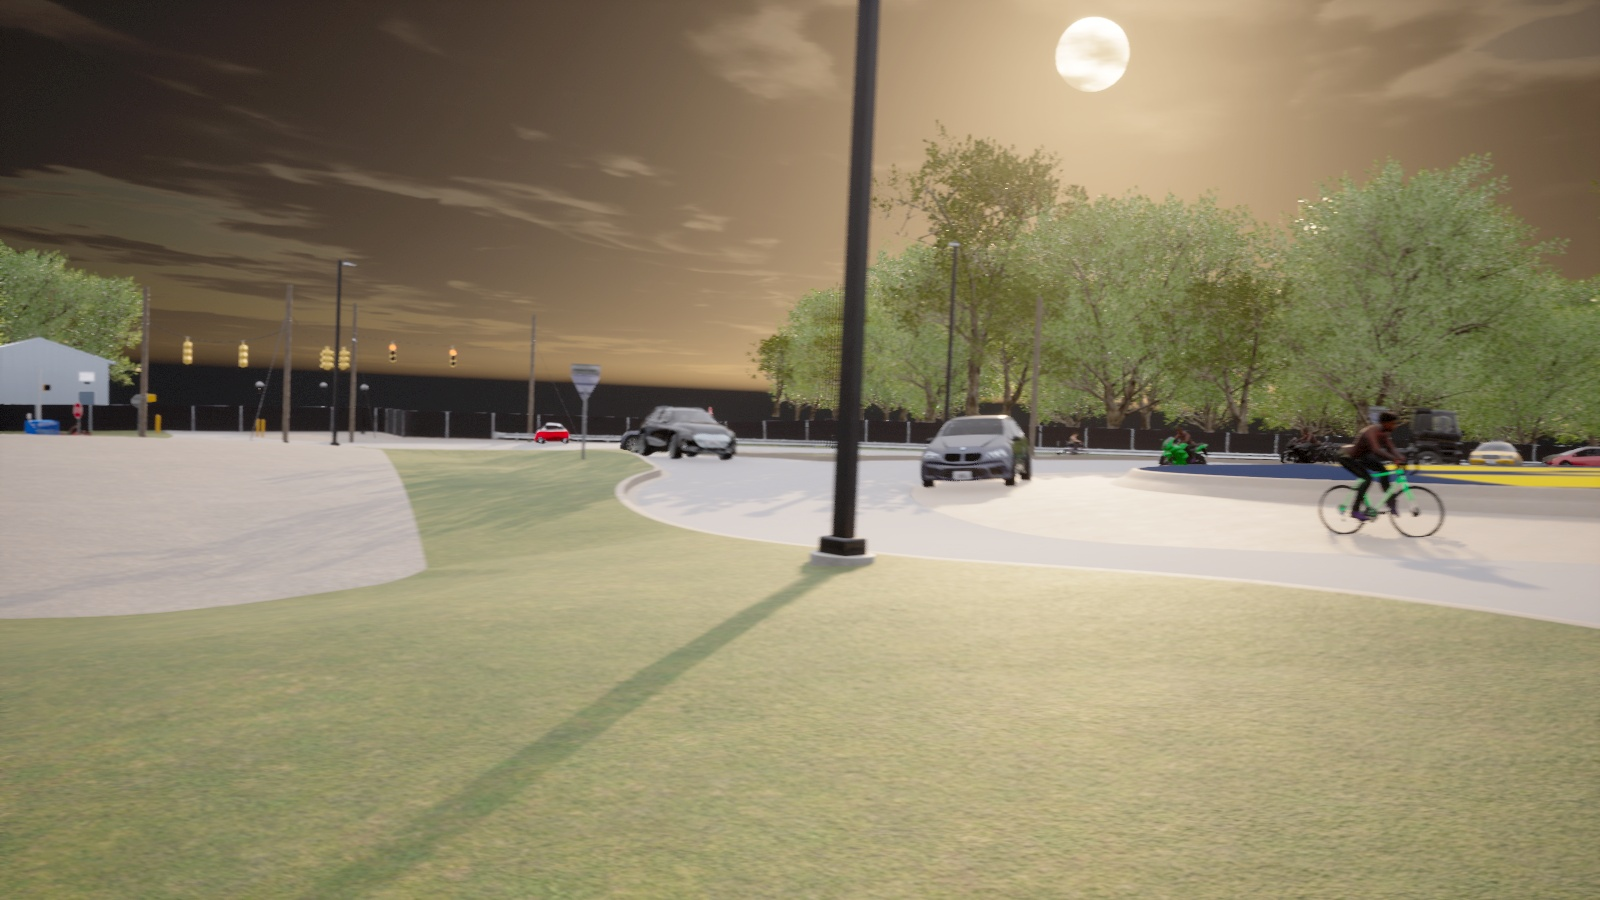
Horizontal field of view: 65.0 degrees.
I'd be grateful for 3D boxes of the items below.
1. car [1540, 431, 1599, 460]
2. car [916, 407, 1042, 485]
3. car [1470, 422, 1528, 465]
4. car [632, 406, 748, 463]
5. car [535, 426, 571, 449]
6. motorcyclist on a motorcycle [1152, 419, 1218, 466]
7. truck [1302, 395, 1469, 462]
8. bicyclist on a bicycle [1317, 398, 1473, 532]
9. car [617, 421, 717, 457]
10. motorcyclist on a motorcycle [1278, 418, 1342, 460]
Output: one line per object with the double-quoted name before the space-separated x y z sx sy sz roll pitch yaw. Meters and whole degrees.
"car" 44.023 -0.235 69.867 4.514 1.525 2.007 1 2 14
"car" 4.421 -0.152 30.287 2.242 1.667 4.611 -2 1 17
"car" 30.391 -0.252 54.510 1.801 1.575 5.366 1 -2 33
"car" -3.517 -0.498 39.216 2.033 1.649 4.856 1 1 -25
"car" -16.054 -0.802 81.778 2.207 1.376 1.481 -1 3 -7
"motorcyclist on a motorcycle" 12.597 -0.250 41.083 2.044 1.523 0.797 0 1 -25
"truck" 32.038 -1.238 69.106 7.936 3.462 2.891 1 2 18
"bicyclist on a bicycle" 7.631 0.191 16.173 0.582 1.620 1.656 -5 2 -39
"car" -5.742 -0.488 54.426 3.806 1.475 1.970 1 1 17
"motorcyclist on a motorcycle" 19.195 -0.422 47.284 2.044 1.523 0.797 1 4 5
